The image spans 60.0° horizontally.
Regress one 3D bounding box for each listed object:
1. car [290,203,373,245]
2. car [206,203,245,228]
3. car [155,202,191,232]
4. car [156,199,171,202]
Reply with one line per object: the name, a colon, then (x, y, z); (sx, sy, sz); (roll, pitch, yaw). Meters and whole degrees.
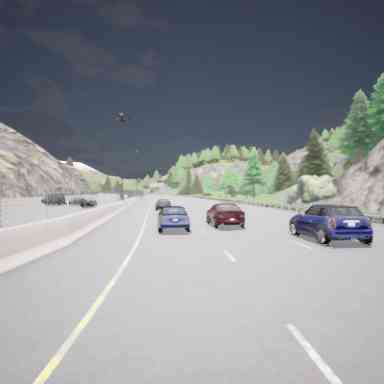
car: (6.274, 1.338, 15.551); (2.097, 1.767, 4.553); (0, 0, -5)
car: (2.138, 1.472, 22.133); (1.882, 1.535, 5.008); (0, 0, -6)
car: (-1.164, 1.549, 20.320); (2.033, 1.411, 5.357); (0, 0, -6)
car: (-3.643, 1.569, 42.584); (1.994, 1.385, 4.181); (0, 0, -6)
